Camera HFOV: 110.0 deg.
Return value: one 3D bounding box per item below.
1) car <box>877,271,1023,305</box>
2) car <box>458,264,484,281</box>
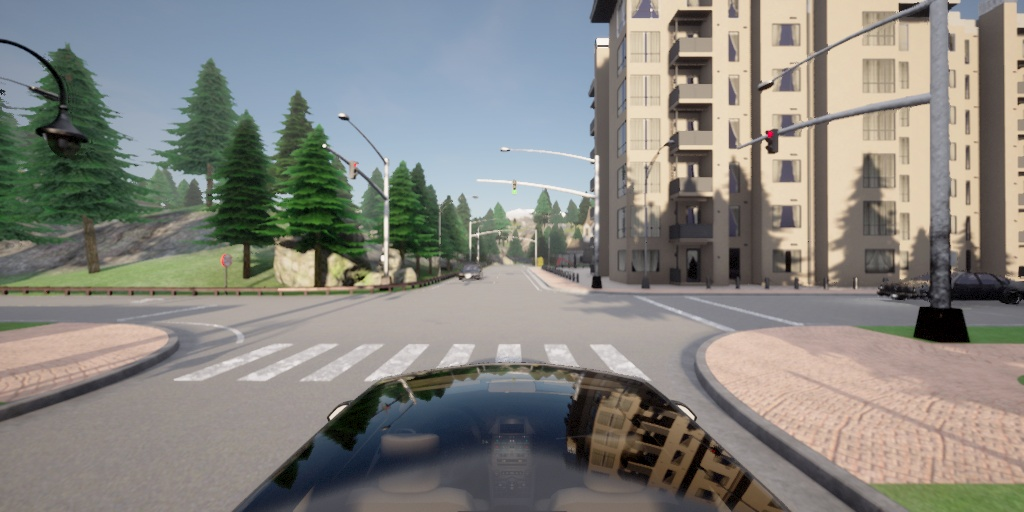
[{"bbox_3d":[19.787,1.390,16.007,5.357,1.411,2.033,0,0,1],"label":"car"},{"bbox_3d":[-3.632,1.475,32.352,2.128,1.511,4.902,0,1,1],"label":"car"}]
